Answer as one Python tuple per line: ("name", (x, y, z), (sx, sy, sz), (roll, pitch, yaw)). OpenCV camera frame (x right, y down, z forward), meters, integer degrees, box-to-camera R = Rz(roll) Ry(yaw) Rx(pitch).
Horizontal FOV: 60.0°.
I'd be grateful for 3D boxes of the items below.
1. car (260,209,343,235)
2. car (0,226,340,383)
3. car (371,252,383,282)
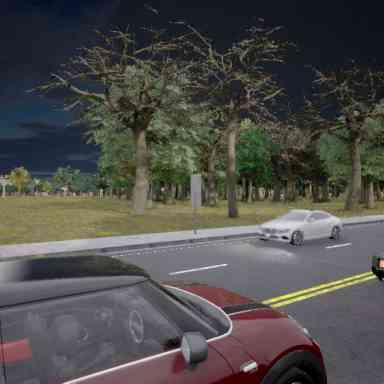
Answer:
("car", (5.064, 1.529, 15.253), (4.674, 1.442, 1.812), (0, 0, -35))
("car", (-0.903, 1.352, 2.795), (4.553, 1.767, 2.097), (0, 0, -35))
("car", (6.382, 1.603, 7.978), (4.718, 1.301, 1.895), (0, 0, -35))
